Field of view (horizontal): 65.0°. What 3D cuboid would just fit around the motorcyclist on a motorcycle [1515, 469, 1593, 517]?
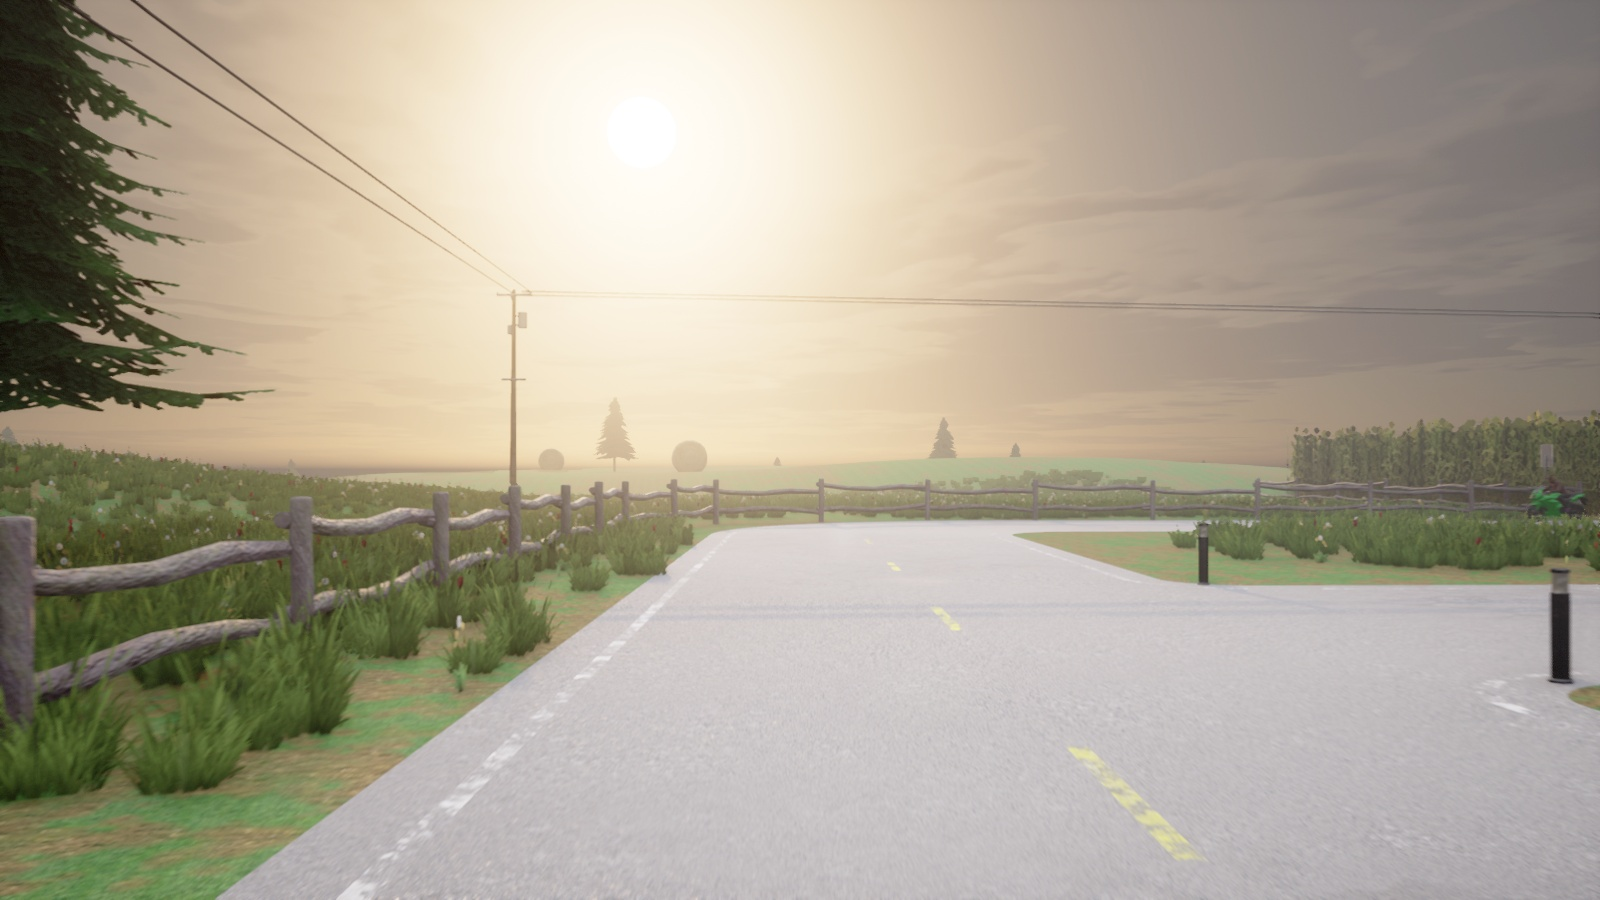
[{"bbox_3d":[24.080,1.372,40.132,2.044,1.523,0.797,0,-1,-6],"label":"motorcyclist on a motorcycle"}]
